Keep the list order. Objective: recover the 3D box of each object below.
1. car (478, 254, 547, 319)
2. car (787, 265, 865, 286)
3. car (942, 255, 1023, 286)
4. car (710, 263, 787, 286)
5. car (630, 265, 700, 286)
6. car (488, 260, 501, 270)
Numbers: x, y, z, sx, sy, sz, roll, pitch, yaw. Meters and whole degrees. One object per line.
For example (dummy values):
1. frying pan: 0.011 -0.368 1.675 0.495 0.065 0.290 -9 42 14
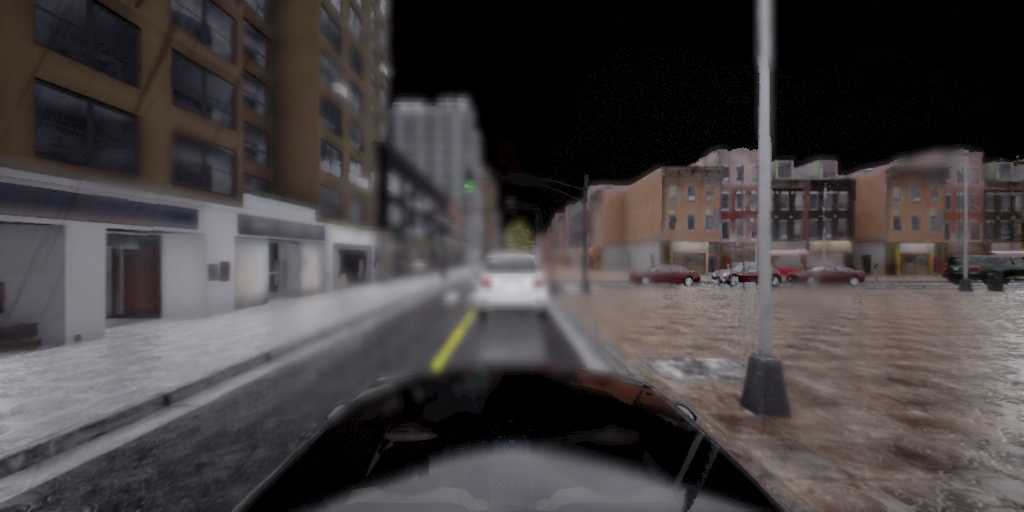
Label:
1. car: 0.042 0.982 13.062 2.150 2.045 5.566 0 0 1
2. car: 21.328 1.306 24.499 4.507 1.381 1.888 0 0 0
3. car: 33.171 0.972 24.582 5.566 2.045 2.150 0 0 0
4. car: 15.863 1.206 24.513 4.097 1.591 1.967 0 0 0
5. car: 10.400 1.318 24.524 4.507 1.381 1.888 0 0 0
6. car: -2.739 1.446 57.235 1.812 1.442 4.674 0 -1 0
